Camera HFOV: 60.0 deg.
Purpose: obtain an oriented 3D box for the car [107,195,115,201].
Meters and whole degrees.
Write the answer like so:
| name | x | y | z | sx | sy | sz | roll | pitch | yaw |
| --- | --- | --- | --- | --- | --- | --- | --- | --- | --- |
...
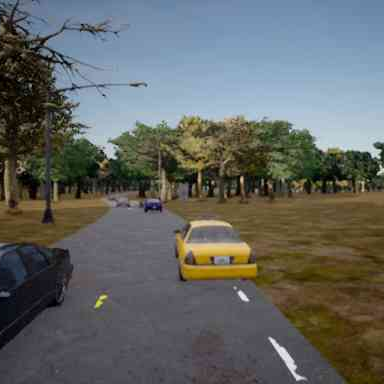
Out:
| name | x | y | z | sx | sy | sz | roll | pitch | yaw |
| --- | --- | --- | --- | --- | --- | --- | --- | --- | --- |
| car | -19.317 | 1.417 | 79.951 | 2.033 | 1.411 | 5.357 | 0 | 0 | -17 |

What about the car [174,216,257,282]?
| name | x | y | z | sx | sy | sz | roll | pitch | yaw |
| --- | --- | --- | --- | --- | --- | --- | --- | --- | --- |
| car | 0.447 | 1.472 | 9.835 | 1.801 | 1.575 | 5.366 | 0 | 0 | -5 |

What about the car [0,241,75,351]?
| name | x | y | z | sx | sy | sz | roll | pitch | yaw |
| --- | --- | --- | --- | --- | --- | --- | --- | --- | --- |
| car | -3.410 | 1.561 | 5.233 | 2.033 | 1.411 | 5.357 | 0 | 0 | -4 |

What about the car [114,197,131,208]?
| name | x | y | z | sx | sy | sz | roll | pitch | yaw |
| --- | --- | --- | --- | --- | --- | --- | --- | --- | --- |
| car | -9.859 | 1.536 | 47.780 | 1.812 | 1.442 | 4.674 | 0 | 0 | -14 |

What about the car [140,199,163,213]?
| name | x | y | z | sx | sy | sz | roll | pitch | yaw |
| --- | --- | --- | --- | --- | --- | --- | --- | --- | --- |
| car | -4.543 | 1.500 | 38.277 | 1.882 | 1.535 | 5.008 | 0 | 0 | -12 |
